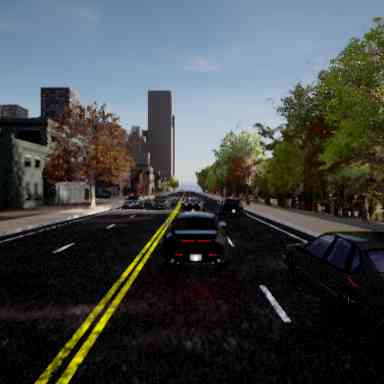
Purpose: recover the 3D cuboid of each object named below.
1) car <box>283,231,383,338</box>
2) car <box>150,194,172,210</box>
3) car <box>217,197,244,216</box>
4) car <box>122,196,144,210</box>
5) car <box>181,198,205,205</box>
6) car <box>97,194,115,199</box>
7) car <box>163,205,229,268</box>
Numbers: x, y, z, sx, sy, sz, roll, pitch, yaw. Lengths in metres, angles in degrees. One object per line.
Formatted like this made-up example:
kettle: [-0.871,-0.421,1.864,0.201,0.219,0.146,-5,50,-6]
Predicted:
car: [3.348,1.489,6.523,2.033,1.411,5.357,0,1,0]
car: [-3.404,1.027,36.852,2.097,1.767,4.553,0,0,-1]
car: [3.337,1.248,29.067,1.837,1.490,4.892,0,0,0]
car: [-6.663,1.190,38.066,1.812,1.442,4.674,0,1,-1]
car: [0.088,1.235,28.945,2.128,1.511,4.902,0,1,0]
car: [-20.716,1.119,79.919,4.313,1.339,1.947,-1,2,-1]
car: [0.096,1.407,10.928,1.837,1.490,4.892,0,0,0]
